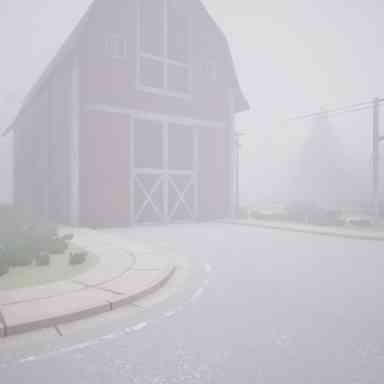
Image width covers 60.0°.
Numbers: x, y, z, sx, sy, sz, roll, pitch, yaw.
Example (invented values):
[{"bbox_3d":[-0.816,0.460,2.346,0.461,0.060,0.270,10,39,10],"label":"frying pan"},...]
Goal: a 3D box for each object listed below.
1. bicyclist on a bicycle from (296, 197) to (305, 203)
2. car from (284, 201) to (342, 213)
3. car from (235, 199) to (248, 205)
[{"bbox_3d":[13.285,1.320,40.249,1.656,1.620,0.582,46,-25,-24],"label":"bicyclist on a bicycle"},{"bbox_3d":[10.964,1.573,30.625,2.033,1.411,5.357,0,0,-35],"label":"car"},{"bbox_3d":[4.834,1.551,39.521,1.812,1.442,4.674,0,0,-34],"label":"car"}]
